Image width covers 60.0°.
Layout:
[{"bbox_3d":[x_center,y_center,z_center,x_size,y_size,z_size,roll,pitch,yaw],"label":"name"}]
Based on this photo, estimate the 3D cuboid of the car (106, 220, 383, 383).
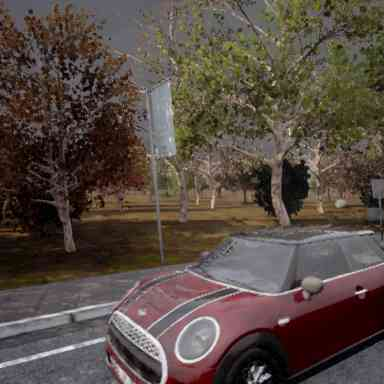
[{"bbox_3d":[1.149,1.339,4.755,4.553,1.767,2.097,0,0,-34],"label":"car"}]
